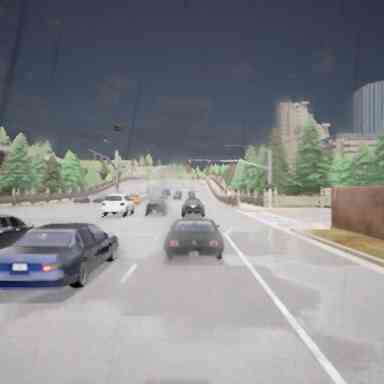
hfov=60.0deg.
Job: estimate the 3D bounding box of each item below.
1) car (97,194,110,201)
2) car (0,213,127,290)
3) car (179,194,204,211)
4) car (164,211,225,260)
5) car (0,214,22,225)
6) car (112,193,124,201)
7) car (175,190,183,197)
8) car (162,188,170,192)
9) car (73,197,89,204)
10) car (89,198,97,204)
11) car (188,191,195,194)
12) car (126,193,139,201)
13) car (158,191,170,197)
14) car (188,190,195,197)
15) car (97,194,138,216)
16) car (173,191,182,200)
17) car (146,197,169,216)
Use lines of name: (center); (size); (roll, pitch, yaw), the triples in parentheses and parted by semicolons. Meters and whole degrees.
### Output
car: (-21.069, 1.185, 79.008); (1.812, 1.442, 4.674); (0, 2, 0)
car: (-3.428, 1.550, 9.166); (2.033, 1.411, 5.357); (0, 0, 0)
car: (0.104, 1.362, 32.223); (2.097, 1.767, 4.553); (0, 0, 0)
car: (0.104, 1.604, 12.379); (1.895, 1.301, 4.718); (0, 0, 1)
car: (-6.917, 1.504, 11.496); (1.837, 1.490, 4.892); (0, -1, 0)
car: (-17.569, 1.135, 79.102); (1.882, 1.535, 5.008); (0, 2, 0)
car: (-3.631, 0.324, 90.971); (2.033, 1.411, 5.357); (0, 7, 0)
car: (-7.130, 0.008, 90.946); (2.150, 2.045, 5.566); (0, 7, 0)
car: (-20.995, 1.568, 63.587); (2.033, 1.411, 5.357); (0, 0, 0)
car: (-17.499, 1.621, 63.647); (1.895, 1.301, 4.718); (0, 0, 0)
car: (-0.076, 1.135, 80.554); (2.033, 1.411, 5.357); (0, 3, 0)
car: (-14.070, 1.182, 79.233); (2.128, 1.511, 4.902); (0, 2, 0)
car: (-7.079, 1.165, 80.966); (1.895, 1.301, 4.718); (0, 3, 0)
car: (-0.131, 0.324, 90.989); (2.033, 1.411, 5.357); (0, 7, 0)
car: (-6.894, 1.232, 31.497); (2.150, 2.045, 5.566); (0, 0, 0)
car: (-3.578, 1.097, 80.951); (2.128, 1.511, 4.902); (0, 3, 0)
car: (-3.395, 1.515, 32.599); (1.837, 1.490, 4.892); (0, 0, 0)
